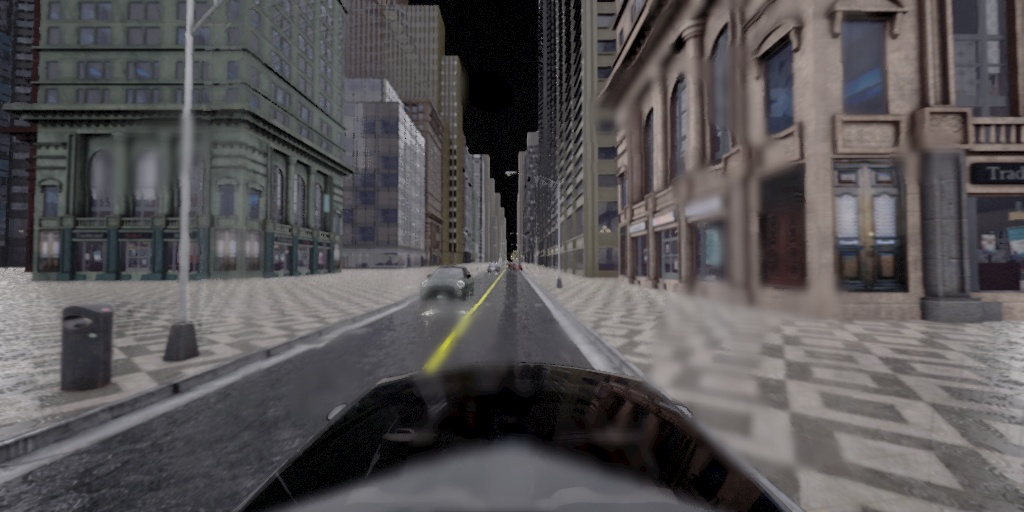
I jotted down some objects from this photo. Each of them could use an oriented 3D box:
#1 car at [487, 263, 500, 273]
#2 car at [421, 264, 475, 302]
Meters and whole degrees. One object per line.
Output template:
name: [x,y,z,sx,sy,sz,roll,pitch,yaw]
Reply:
car: [-3.039,1.950,59.389,2.128,1.511,4.902,0,-1,1]
car: [-3.096,1.296,18.203,2.097,1.767,4.553,0,-1,0]
